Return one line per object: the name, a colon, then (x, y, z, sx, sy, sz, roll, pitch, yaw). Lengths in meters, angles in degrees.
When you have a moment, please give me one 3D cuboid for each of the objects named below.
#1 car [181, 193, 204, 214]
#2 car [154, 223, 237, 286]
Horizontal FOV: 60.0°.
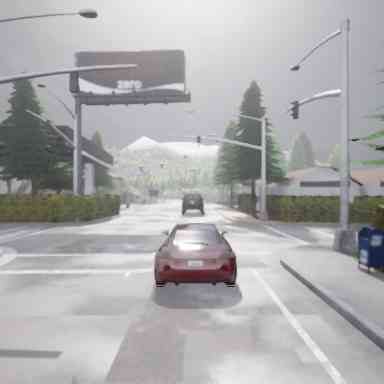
car: (0.095, 1.167, 34.573, 2.150, 2.045, 5.566, -1, -1, 0)
car: (0.092, 1.544, 9.351, 1.994, 1.385, 4.181, 0, 0, 0)
